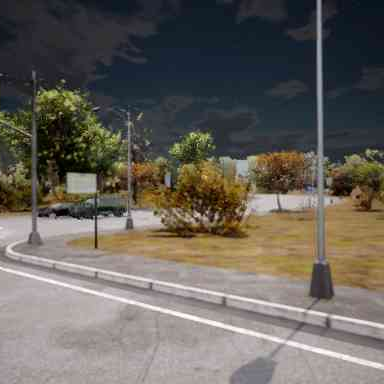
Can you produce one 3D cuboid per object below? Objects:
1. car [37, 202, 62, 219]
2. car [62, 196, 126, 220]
[{"bbox_3d":[-12.460,1.726,32.096,1.882,1.535,5.008,-1,0,39],"label":"car"},{"bbox_3d":[-8.758,1.439,31.123,2.150,2.045,5.566,-1,0,39],"label":"car"}]
